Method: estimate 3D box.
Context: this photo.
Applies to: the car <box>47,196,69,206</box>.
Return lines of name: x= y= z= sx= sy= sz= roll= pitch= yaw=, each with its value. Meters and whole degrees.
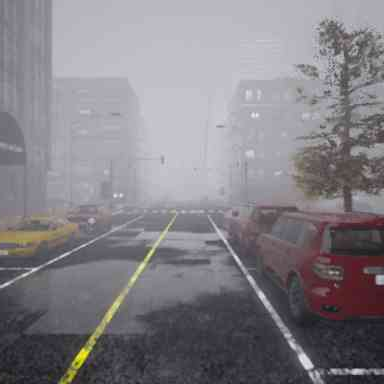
car: x=-17.254 y=1.195 z=42.548 sx=4.507 sy=1.381 sz=1.887 roll=1 pitch=-1 yaw=0

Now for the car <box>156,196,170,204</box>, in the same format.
car: x=-5.686 y=1.436 z=61.503 sx=1.752 sy=1.417 sz=4.829 roll=1 pitch=0 yaw=0

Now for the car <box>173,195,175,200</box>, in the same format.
car: x=-5.688 y=1.393 z=94.644 sx=1.752 sy=1.417 sz=4.829 roll=1 pitch=0 yaw=0

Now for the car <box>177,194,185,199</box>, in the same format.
car: x=-3.005 y=1.370 z=94.284 sx=1.812 sy=1.442 sz=4.674 roll=0 pitch=0 yaw=0

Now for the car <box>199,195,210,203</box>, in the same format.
car: x=2.694 y=1.447 z=67.183 sx=1.887 sy=1.381 sz=4.507 roll=1 pitch=0 yaw=0

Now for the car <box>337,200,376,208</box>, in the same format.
car: x=20.845 y=1.685 z=42.874 sx=4.097 sy=1.590 sz=1.967 roll=1 pitch=-1 yaw=0

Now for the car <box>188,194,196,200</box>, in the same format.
car: x=-0.004 y=1.219 z=89.665 sx=2.097 sy=1.767 sz=4.553 roll=0 pitch=0 yaw=0

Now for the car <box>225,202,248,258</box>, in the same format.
car: x=2.699 y=1.296 z=12.586 sx=2.192 sy=1.841 sz=5.009 roll=1 pitch=0 yaw=0

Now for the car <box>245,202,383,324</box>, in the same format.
car: x=2.700 y=1.304 z=7.027 sx=2.192 sy=1.841 sz=5.009 roll=1 pitch=0 yaw=0

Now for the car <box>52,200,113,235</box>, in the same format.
car: x=-5.682 y=1.413 z=18.147 sx=1.967 sy=1.590 sz=4.097 roll=1 pitch=0 yaw=0

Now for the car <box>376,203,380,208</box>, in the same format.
car: x=26.255 y=1.923 z=51.227 sx=4.829 sy=1.417 sz=1.752 roll=1 pitch=-1 yaw=0

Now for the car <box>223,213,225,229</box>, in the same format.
car: x=2.697 y=1.517 z=18.147 sx=1.887 sy=1.381 sz=4.507 roll=1 pitch=0 yaw=0

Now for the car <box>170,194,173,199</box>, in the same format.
car: x=-5.687 y=1.440 z=72.720 sx=1.887 sy=1.381 sz=4.507 roll=1 pitch=0 yaw=0

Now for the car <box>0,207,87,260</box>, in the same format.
car: x=-5.683 y=1.506 z=12.418 sx=1.752 sy=1.417 sz=4.829 roll=1 pitch=0 yaw=0

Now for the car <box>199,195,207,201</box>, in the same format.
car: x=2.693 y=1.463 z=83.754 sx=1.802 sy=1.307 sz=4.206 roll=1 pitch=0 yaw=0

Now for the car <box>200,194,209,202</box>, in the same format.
car: x=2.695 y=1.336 z=72.707 sx=1.967 sy=1.590 sz=4.097 roll=1 pitch=0 yaw=0
